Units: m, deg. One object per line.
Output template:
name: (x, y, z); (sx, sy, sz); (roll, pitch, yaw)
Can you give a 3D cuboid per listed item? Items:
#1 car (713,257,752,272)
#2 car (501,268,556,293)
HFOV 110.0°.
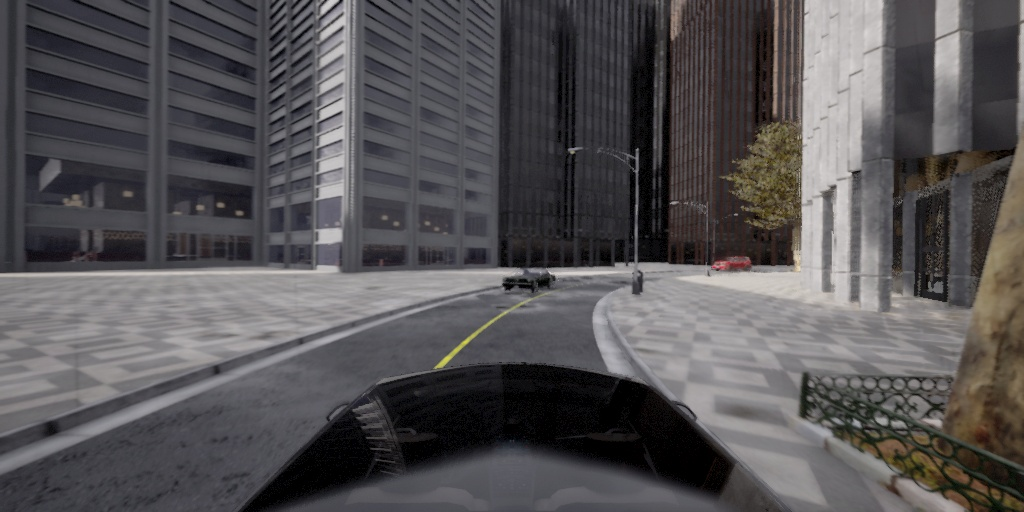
car: (30.585, 1.150, 49.732); (5.566, 2.045, 2.150); (0, 0, -20)
car: (1.093, 1.379, 21.419); (1.895, 1.301, 4.718); (1, 0, 24)
